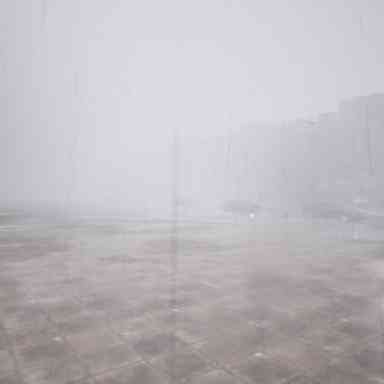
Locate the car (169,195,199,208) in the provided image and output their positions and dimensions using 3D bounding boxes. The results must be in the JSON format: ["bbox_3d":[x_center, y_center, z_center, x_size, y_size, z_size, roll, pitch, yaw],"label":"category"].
[{"bbox_3d":[-1.006,1.190,41.755,2.128,1.511,4.902,-2,2,-35],"label":"car"}]

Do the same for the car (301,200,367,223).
[{"bbox_3d":[10.646,1.427,25.251,1.837,1.490,4.892,-2,2,-35],"label":"car"}]

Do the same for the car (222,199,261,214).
[{"bbox_3d":[4.906,1.377,33.372,1.994,1.385,4.181,-2,2,-36],"label":"car"}]
